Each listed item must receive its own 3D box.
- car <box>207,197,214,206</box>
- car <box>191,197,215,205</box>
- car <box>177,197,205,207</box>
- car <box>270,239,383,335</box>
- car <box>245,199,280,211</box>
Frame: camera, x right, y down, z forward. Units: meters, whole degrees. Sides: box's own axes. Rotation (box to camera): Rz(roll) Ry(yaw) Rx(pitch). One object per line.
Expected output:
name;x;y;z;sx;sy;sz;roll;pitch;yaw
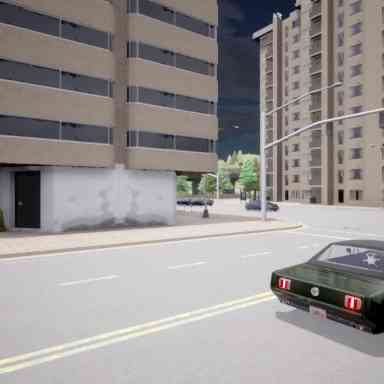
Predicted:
car;1.511;1.564;54.339;1.994;1.385;4.181;0;0;-36
car;1.859;1.601;59.889;1.895;1.301;4.718;0;0;-35
car;-0.274;1.601;50.568;1.895;1.301;4.718;0;0;-36
car;3.797;1.601;6.483;4.718;1.301;1.895;0;0;-35
car;8.141;1.564;38.904;1.994;1.385;4.181;0;0;-36
